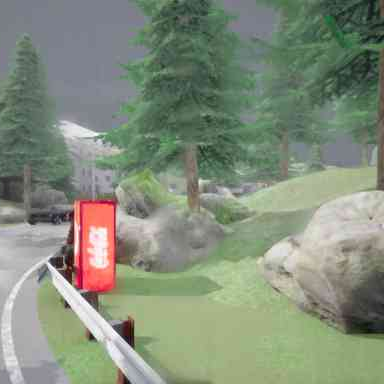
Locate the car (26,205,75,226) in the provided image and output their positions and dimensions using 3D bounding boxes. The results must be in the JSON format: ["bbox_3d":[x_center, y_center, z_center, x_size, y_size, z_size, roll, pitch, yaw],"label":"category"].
[{"bbox_3d":[-9.550,1.601,23.359,1.895,1.301,4.718,0,0,5],"label":"car"}]

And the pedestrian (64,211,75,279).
[{"bbox_3d":[-2.978,1.294,8.464,0.375,1.860,0.375,0,0,-18],"label":"pedestrian"}]

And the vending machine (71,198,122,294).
[{"bbox_3d":[-2.294,1.195,7.940,1.100,2.100,0.880,0,0,-22],"label":"vending machine"}]
